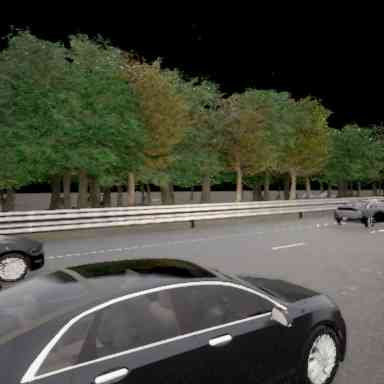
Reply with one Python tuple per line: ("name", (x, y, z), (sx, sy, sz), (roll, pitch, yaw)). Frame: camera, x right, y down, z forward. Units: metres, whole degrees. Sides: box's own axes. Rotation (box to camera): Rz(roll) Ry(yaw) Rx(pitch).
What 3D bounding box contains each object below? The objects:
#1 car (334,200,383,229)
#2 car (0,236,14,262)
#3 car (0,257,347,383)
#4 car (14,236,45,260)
("car", (10.429, 1.247, 19.784), (4.902, 1.511, 2.128), (-1, 1, -35))
("car", (-5.525, 1.246, 4.105), (5.566, 2.045, 2.150), (-1, 0, -36))
("car", (-0.292, 1.484, 3.536), (4.892, 1.490, 1.837), (-1, 1, -36))
("car", (-6.214, 1.484, 7.913), (5.008, 1.535, 1.882), (-1, 1, -36))
